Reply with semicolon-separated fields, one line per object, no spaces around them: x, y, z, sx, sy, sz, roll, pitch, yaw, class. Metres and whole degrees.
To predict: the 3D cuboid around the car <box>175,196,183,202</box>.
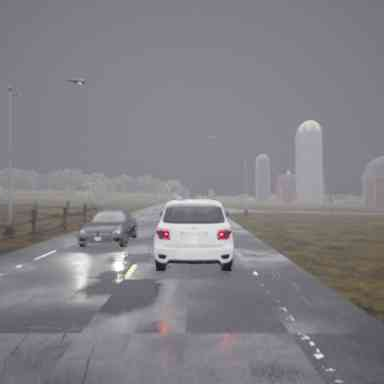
-3.516;1.923;87.773;1.882;1.535;5.008;0;-1;0;car

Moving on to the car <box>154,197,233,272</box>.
0.068;1.237;11.018;2.150;2.045;5.566;0;0;0;car

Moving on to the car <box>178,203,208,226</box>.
0.059;1.591;25.278;2.033;1.411;5.357;0;0;0;car

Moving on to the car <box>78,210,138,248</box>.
-3.595;1.546;15.040;1.812;1.442;4.674;0;0;0;car
